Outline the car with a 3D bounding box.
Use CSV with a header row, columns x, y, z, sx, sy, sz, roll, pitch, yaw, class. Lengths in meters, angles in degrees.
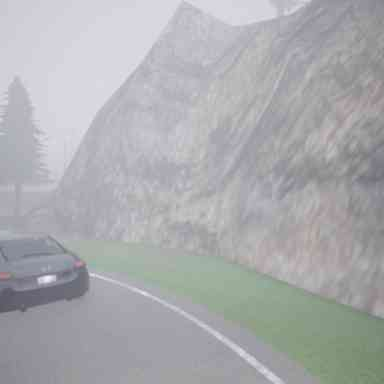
x,y,z,sx,sy,sz,roll,pitch,yaw,class
-4.022,1.532,7.400,4.181,1.385,1.994,0,0,45,car
